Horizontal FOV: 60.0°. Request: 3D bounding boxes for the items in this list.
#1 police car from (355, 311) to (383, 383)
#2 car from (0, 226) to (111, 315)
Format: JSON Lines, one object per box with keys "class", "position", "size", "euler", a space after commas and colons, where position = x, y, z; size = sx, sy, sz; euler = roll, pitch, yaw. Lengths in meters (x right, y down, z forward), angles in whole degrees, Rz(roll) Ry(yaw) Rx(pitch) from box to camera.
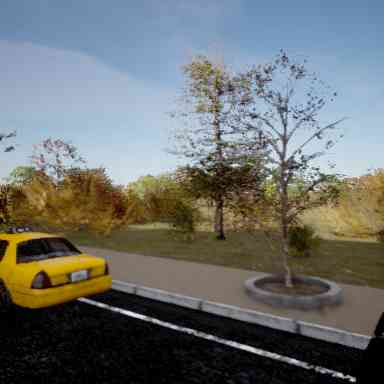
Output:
{"class": "police car", "position": [3.881, 1.446, 1.911], "size": [5.238, 1.638, 1.930], "euler": [-1, -1, 36]}
{"class": "car", "position": [-4.186, 1.596, 7.860], "size": [5.366, 1.575, 1.801], "euler": [-1, -1, 37]}
